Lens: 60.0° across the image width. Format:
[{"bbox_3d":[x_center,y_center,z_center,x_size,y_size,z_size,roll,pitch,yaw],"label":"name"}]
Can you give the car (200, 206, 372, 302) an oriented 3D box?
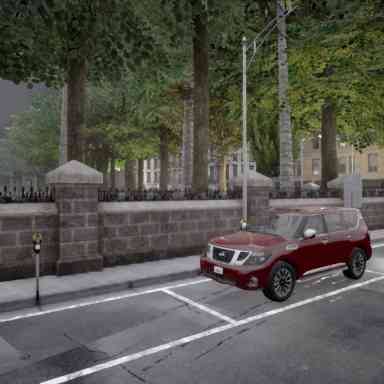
[{"bbox_3d":[2.587,1.314,8.434,5.009,1.841,2.192,0,0,-36],"label":"car"}]
